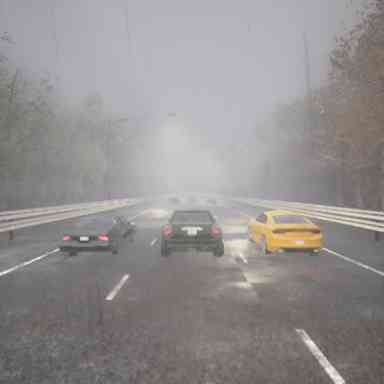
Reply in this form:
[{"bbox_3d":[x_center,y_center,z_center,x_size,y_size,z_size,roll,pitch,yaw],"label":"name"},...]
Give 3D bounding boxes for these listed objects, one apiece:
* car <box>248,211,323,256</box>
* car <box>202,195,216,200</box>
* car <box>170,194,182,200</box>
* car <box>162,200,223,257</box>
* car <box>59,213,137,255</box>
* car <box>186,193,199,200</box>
[{"bbox_3d":[3.507,1.494,13.313,1.882,1.535,5.008,0,0,0],"label":"car"},{"bbox_3d":[3.532,1.587,62.354,2.033,1.411,5.357,0,0,0],"label":"car"},{"bbox_3d":[-3.463,1.518,66.602,1.882,1.535,5.008,0,0,0],"label":"car"},{"bbox_3d":[0.007,1.368,13.195,2.097,1.767,4.553,0,0,0],"label":"car"},{"bbox_3d":[-3.492,1.564,13.294,2.033,1.411,5.357,0,0,0],"label":"car"},{"bbox_3d":[0.042,1.591,76.368,1.994,1.385,4.181,0,0,0],"label":"car"}]
